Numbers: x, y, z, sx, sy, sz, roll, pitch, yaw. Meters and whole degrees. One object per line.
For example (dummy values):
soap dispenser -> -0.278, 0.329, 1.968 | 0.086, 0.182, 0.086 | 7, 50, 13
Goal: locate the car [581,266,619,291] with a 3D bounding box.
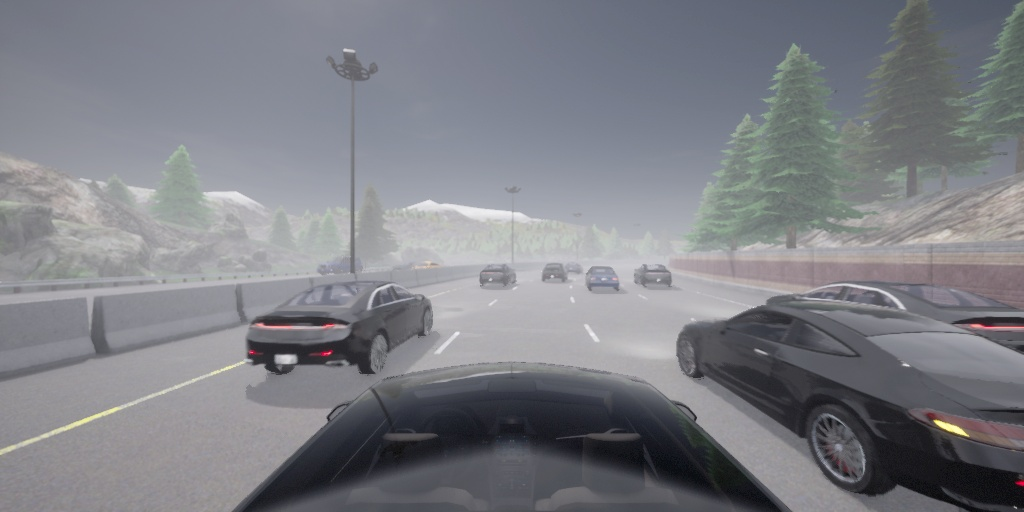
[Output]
car -> 5.659, 1.364, 22.768 | 2.033, 1.411, 5.357 | 0, 0, 10

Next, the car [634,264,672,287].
car -> 9.660, 1.313, 24.841 | 2.128, 1.511, 4.902 | 0, 0, 11

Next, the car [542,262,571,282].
car -> 3.672, 1.347, 30.200 | 1.837, 1.490, 4.892 | 0, 0, 13

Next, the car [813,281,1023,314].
car -> 7.407, 1.256, 7.419 | 2.128, 1.511, 4.902 | 0, 0, 3

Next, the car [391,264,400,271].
car -> -13.638, 1.457, 47.301 | 2.033, 1.411, 5.357 | 0, 0, 18

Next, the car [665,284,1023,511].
car -> 3.739, 1.282, 4.364 | 1.812, 1.442, 4.674 | 0, 0, 2

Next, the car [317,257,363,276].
car -> -19.264, 1.111, 40.445 | 2.150, 2.045, 5.566 | 0, 0, 15

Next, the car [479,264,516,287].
car -> -0.924, 1.321, 25.358 | 2.128, 1.511, 4.902 | 0, 0, 10

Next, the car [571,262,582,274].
car -> 7.460, 1.450, 43.542 | 1.994, 1.385, 4.181 | 0, 0, 18

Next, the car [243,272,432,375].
car -> -3.093, 1.263, 7.538 | 2.128, 1.511, 4.902 | 0, 0, 3

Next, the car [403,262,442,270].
car -> -9.087, 1.353, 37.846 | 1.882, 1.535, 5.008 | 0, 0, 15

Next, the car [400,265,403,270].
car -> -11.008, 1.445, 43.956 | 2.033, 1.411, 5.357 | 0, 0, 17
